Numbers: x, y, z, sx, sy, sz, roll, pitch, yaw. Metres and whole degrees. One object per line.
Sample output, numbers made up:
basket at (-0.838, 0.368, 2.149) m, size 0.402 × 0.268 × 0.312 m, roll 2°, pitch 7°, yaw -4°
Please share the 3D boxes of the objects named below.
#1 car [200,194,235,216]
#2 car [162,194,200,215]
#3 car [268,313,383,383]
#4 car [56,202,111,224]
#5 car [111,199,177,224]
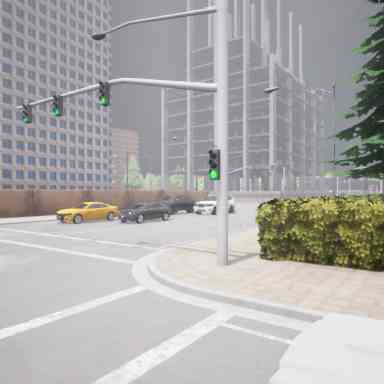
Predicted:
car at (2.447, 1.275, 34.344) m, size 2.150 × 2.045 × 5.566 m, roll 0°, pitch 0°, yaw 36°
car at (-1.896, 1.276, 34.295) m, size 2.150 × 2.045 × 5.566 m, roll 0°, pitch 0°, yaw 36°
car at (2.828, 1.601, 1.951) m, size 4.718 × 1.301 × 1.895 m, roll 0°, pitch 0°, yaw 36°
car at (-7.993, 1.533, 25.743) m, size 1.882 × 1.535 × 5.008 m, roll 0°, pitch 0°, yaw 35°
car at (-3.605, 1.560, 25.872) m, size 1.837 × 1.490 × 4.892 m, roll 0°, pitch 0°, yaw 35°
